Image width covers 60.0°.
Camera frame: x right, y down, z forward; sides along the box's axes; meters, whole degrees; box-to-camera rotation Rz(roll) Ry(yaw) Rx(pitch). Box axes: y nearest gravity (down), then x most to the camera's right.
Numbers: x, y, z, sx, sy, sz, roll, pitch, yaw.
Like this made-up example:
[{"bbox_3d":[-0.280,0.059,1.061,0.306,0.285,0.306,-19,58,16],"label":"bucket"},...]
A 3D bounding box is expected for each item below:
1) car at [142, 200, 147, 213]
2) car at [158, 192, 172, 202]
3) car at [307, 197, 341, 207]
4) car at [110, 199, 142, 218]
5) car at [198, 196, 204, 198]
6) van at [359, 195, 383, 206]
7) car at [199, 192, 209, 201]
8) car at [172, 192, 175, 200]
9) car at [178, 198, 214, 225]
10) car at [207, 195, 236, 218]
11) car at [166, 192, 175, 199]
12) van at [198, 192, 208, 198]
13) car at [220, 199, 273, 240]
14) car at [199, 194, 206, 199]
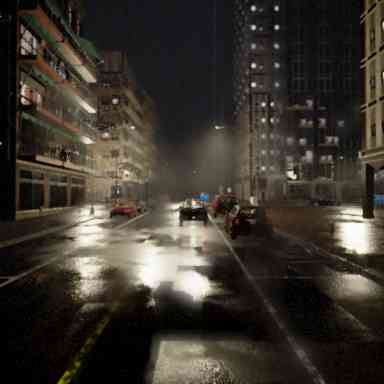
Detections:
[{"bbox_3d":[-5.667,1.407,33.718,1.947,1.339,4.313,1,0,0],"label":"car"},{"bbox_3d":[-5.657,1.163,66.109,1.967,1.590,4.097,1,0,0],"label":"car"},{"bbox_3d":[17.936,1.387,45.266,4.403,1.369,2.008,0,-1,0],"label":"car"},{"bbox_3d":[-5.669,1.447,28.021,1.802,1.307,4.206,1,0,0],"label":"car"},{"bbox_3d":[0.110,1.426,37.580,1.895,1.301,4.718,0,0,0],"label":"car"},{"bbox_3d":[29.181,1.372,53.645,3.998,1.788,1.690,0,-1,0],"label":"van"},{"bbox_3d":[2.728,1.007,77.150,2.192,1.841,5.009,1,0,0],"label":"car"},{"bbox_3d":[-5.655,1.261,82.677,1.802,1.307,4.206,1,0,0],"label":"car"},{"bbox_3d":[0.106,1.377,22.872,2.128,1.511,4.902,0,0,0],"label":"car"},{"bbox_3d":[2.683,1.180,27.905,2.192,1.841,5.009,1,0,0],"label":"car"},{"bbox_3d":[-5.649,0.982,88.199,2.192,1.841,5.009,1,0,0],"label":"car"},{"bbox_3d":[2.726,1.048,71.628,1.690,1.788,3.998,1,0,0],"label":"van"},{"bbox_3d":[2.678,1.357,16.507,1.967,1.590,4.097,1,0,0],"label":"car"},{"bbox_3d":[2.727,1.192,88.366,1.752,1.417,4.829,1,0,0],"label":"car"}]
